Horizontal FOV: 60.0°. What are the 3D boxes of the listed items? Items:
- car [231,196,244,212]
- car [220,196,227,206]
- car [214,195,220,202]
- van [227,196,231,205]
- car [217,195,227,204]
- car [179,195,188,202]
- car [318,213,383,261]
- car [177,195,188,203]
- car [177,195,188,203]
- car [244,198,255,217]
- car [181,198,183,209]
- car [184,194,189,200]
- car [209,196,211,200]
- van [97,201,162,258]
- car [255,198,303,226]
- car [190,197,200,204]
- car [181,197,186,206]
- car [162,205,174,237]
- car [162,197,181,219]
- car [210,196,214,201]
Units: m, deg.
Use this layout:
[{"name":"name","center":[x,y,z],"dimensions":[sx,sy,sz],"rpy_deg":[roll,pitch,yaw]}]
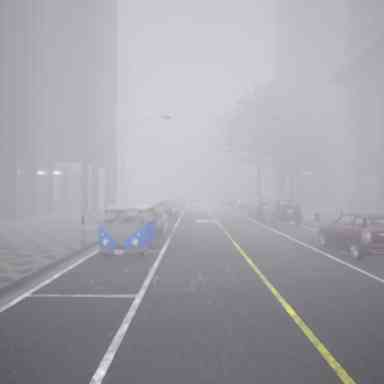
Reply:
[{"name":"car","center":[6.336,1.551,40.607],"dimensions":[1.967,1.590,4.097],"rpy_deg":[0,0,0]},{"name":"car","center":[6.386,1.748,57.526],"dimensions":[1.802,1.307,4.206],"rpy_deg":[0,0,0]},{"name":"car","center":[6.420,1.535,68.805],"dimensions":[2.192,1.841,5.009],"rpy_deg":[0,0,0]},{"name":"van","center":[6.353,1.469,46.247],"dimensions":[1.690,1.788,3.998],"rpy_deg":[0,0,0]},{"name":"car","center":[6.402,1.758,63.163],"dimensions":[1.947,1.339,4.313],"rpy_deg":[0,0,0]},{"name":"car","center":[-2.053,1.594,85.756],"dimensions":[2.192,1.841,5.009],"rpy_deg":[0,0,0]},{"name":"car","center":[6.250,1.476,12.409],"dimensions":[1.967,1.590,4.097],"rpy_deg":[0,0,0]},{"name":"car","center":[-2.088,1.537,74.479],"dimensions":[2.192,1.841,5.009],"rpy_deg":[0,0,0]},{"name":"car","center":[-2.140,1.664,57.392],"dimensions":[1.752,1.417,4.829],"rpy_deg":[0,0,0]},{"name":"car","center":[6.301,1.393,29.328],"dimensions":[2.192,1.841,5.009],"rpy_deg":[0,0,0]},{"name":"car","center":[-2.207,1.613,35.006],"dimensions":[1.887,1.381,4.507],"rpy_deg":[0,0,0]},{"name":"car","center":[-2.122,1.481,63.200],"dimensions":[2.192,1.841,5.009],"rpy_deg":[0,0,0]},{"name":"car","center":[6.488,1.861,91.532],"dimensions":[1.752,1.417,4.829],"rpy_deg":[0,0,0]},{"name":"van","center":[-2.274,1.351,12.451],"dimensions":[1.690,1.788,3.998],"rpy_deg":[0,0,0]},{"name":"car","center":[6.284,1.377,23.689],"dimensions":[2.192,1.841,5.009],"rpy_deg":[0,0,0]},{"name":"car","center":[0.565,1.695,69.186],"dimensions":[1.882,1.535,5.008],"rpy_deg":[0,0,0]},{"name":"car","center":[-2.173,1.683,46.285],"dimensions":[1.802,1.307,4.206],"rpy_deg":[0,0,0]},{"name":"car","center":[-2.259,1.587,18.090],"dimensions":[1.947,1.339,4.313],"rpy_deg":[0,0,0]},{"name":"car","center":[-2.224,1.492,29.368],"dimensions":[1.967,1.590,4.097],"rpy_deg":[0,0,0]},{"name":"car","center":[6.471,1.871,85.722],"dimensions":[1.947,1.339,4.313],"rpy_deg":[0,0,0]}]
